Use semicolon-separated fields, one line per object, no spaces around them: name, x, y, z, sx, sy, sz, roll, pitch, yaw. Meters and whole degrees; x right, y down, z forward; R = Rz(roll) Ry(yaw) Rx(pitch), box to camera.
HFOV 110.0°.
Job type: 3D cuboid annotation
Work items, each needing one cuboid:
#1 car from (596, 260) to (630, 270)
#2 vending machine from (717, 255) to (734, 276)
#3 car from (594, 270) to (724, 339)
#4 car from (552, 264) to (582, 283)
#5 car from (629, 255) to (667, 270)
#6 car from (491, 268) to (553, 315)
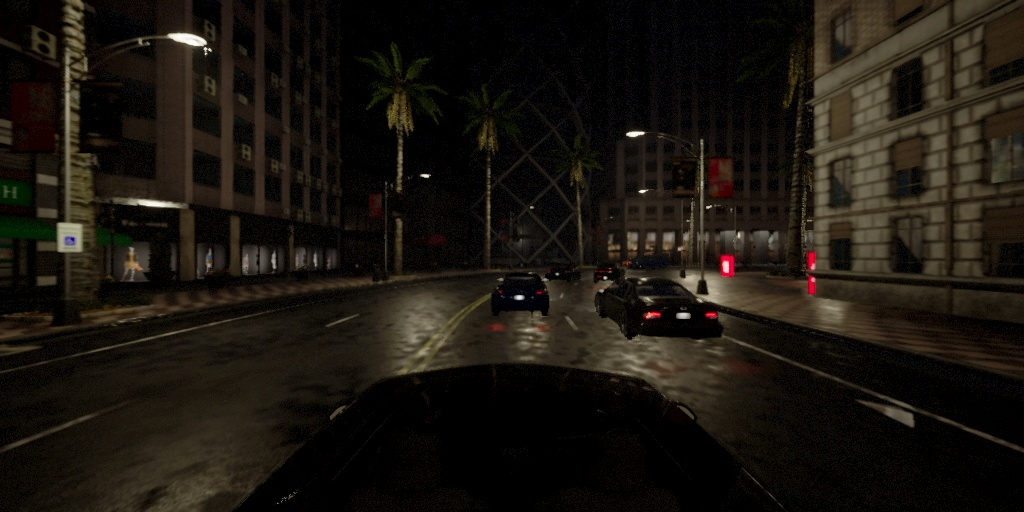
car;7.438;1.231;27.013;1.837;1.490;4.892;0;0;24
vending machine;19.499;0.914;32.487;1.100;2.100;0.880;0;0;44
car;3.656;1.289;9.983;2.033;1.411;5.357;0;0;2
car;4.152;1.287;28.165;1.994;1.385;4.181;0;0;24
car;18.892;0.925;49.581;5.566;2.045;2.150;0;0;-26
car;0.397;1.302;13.507;1.994;1.385;4.181;0;0;5
